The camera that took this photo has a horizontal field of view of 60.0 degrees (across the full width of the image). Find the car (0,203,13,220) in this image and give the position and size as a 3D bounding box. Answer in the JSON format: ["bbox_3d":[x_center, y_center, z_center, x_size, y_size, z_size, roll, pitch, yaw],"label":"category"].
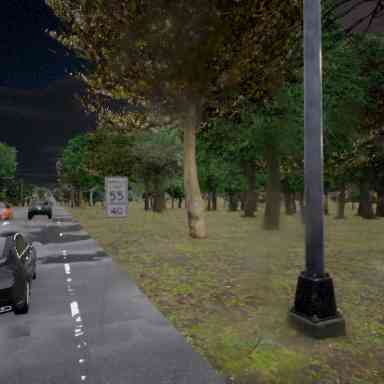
[{"bbox_3d":[-18.504,1.855,31.774,2.097,1.767,4.553,0,-1,-22],"label":"car"}]

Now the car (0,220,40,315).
[{"bbox_3d":[-4.534,1.602,7.347,1.837,1.490,4.892,0,-1,-22],"label":"car"}]

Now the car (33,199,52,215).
[{"bbox_3d":[-20.112,1.921,44.997,2.150,2.045,5.566,0,-1,-22],"label":"car"}]

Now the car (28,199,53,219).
[{"bbox_3d":[-15.952,1.742,35.056,2.150,2.045,5.566,0,-1,-22],"label":"car"}]
